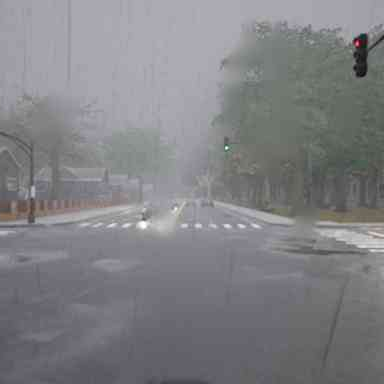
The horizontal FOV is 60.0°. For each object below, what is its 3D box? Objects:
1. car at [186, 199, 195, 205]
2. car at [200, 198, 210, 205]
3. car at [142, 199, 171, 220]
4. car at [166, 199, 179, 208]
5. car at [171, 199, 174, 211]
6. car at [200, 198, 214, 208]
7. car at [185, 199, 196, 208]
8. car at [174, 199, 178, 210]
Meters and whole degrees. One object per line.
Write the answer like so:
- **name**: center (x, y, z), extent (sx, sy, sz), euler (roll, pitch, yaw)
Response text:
- **car**: center (-0.420, 2.146, 72.667), extent (1.895, 1.301, 4.718), euler (0, -1, 0)
- **car**: center (2.830, 2.105, 72.665), extent (2.033, 1.411, 5.357), euler (0, -1, 0)
- **car**: center (-3.398, 1.648, 30.996), extent (2.097, 1.767, 4.553), euler (0, -1, -1)
- **car**: center (-3.611, 2.101, 62.865), extent (2.128, 1.511, 4.902), euler (0, 0, 1)
- **car**: center (-3.475, 1.893, 40.143), extent (1.837, 1.490, 4.892), euler (0, -1, 0)
- **car**: center (2.917, 1.989, 62.630), extent (2.097, 1.767, 4.553), euler (0, -1, 0)
- **car**: center (-0.331, 2.167, 62.212), extent (2.033, 1.411, 5.357), euler (0, -1, 0)
- **car**: center (-3.564, 1.978, 50.090), extent (2.128, 1.511, 4.902), euler (0, 0, 0)
